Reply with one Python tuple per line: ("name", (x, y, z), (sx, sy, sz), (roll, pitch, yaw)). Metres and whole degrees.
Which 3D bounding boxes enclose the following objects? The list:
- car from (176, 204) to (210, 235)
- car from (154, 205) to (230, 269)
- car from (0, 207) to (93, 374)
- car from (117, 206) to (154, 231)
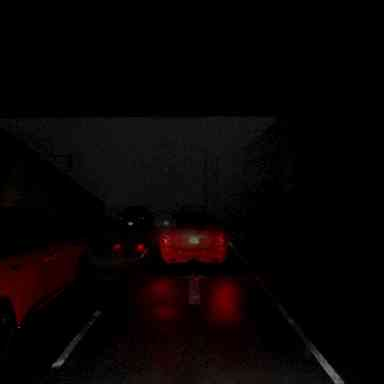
("car", (0.049, 1.560, 20.506), (1.882, 1.535, 5.008), (0, 0, 0))
("car", (0.059, 1.399, 11.489), (2.097, 1.767, 4.553), (0, 0, 0))
("car", (-3.417, 1.246, 5.570), (2.150, 2.045, 5.566), (0, 0, 0))
("car", (-3.453, 1.610, 20.922), (1.812, 1.442, 4.674), (0, 0, 0))
